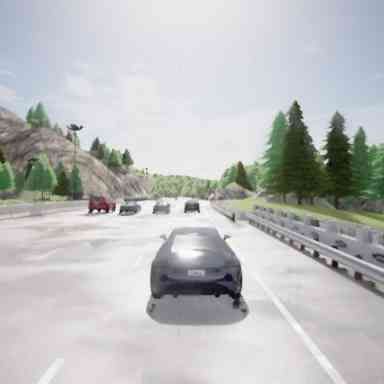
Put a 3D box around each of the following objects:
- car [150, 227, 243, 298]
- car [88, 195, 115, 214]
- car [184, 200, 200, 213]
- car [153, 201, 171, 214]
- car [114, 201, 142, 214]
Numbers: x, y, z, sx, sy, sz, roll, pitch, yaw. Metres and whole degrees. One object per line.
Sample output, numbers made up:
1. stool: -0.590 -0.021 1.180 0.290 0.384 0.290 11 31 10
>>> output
1. car: 0.083 1.574 8.572 1.994 1.385 4.181 0 0 0
2. car: -10.488 1.424 39.168 2.150 2.045 5.566 0 0 0
3. car: 0.009 1.677 40.491 1.882 1.535 5.008 0 0 0
4. car: -3.486 1.740 38.824 2.033 1.411 5.357 0 0 0
5. car: -6.985 1.739 37.984 2.033 1.411 5.357 0 0 0
